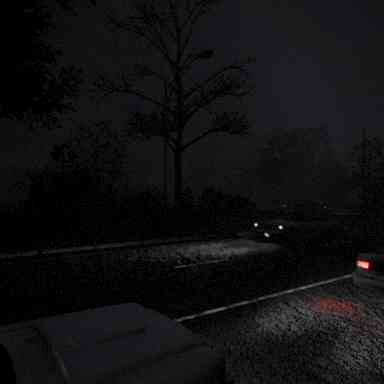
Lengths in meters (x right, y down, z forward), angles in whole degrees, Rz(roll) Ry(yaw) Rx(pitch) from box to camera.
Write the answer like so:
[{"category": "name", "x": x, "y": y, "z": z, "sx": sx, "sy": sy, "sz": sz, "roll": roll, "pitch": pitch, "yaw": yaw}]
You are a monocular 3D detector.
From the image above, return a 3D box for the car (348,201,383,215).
[{"category": "car", "x": 18.874, "y": 1.599, "z": 34.620, "sx": 1.895, "sy": 1.301, "sz": 4.718, "roll": 0, "pitch": 0, "yaw": -30}]

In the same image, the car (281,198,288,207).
[{"category": "car", "x": 13.816, "y": 1.507, "z": 43.784, "sx": 2.128, "sy": 1.511, "sz": 4.902, "roll": 0, "pitch": 0, "yaw": -27}]

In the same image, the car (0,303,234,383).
[{"category": "car", "x": -1.953, "y": 1.601, "z": 2.318, "sx": 4.718, "sy": 1.301, "sz": 1.895, "roll": 0, "pitch": 0, "yaw": -35}]

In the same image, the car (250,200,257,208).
[{"category": "car", "x": 7.499, "y": 1.526, "z": 48.509, "sx": 1.882, "sy": 1.535, "sz": 5.008, "roll": 0, "pitch": 0, "yaw": -26}]

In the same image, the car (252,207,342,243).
[{"category": "car", "x": 5.145, "y": 1.600, "z": 16.086, "sx": 4.718, "sy": 1.301, "sz": 1.895, "roll": 0, "pitch": 0, "yaw": -35}]

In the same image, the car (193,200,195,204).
[{"category": "car", "x": -0.960, "y": 1.794, "z": 67.445, "sx": 1.994, "sy": 1.385, "sz": 4.181, "roll": 0, "pitch": -1, "yaw": -22}]

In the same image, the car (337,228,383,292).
[{"category": "car", "x": 5.934, "y": 1.547, "z": 7.808, "sx": 5.357, "sy": 1.411, "sz": 2.033, "roll": 0, "pitch": 0, "yaw": -35}]

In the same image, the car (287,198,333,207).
[{"category": "car", "x": 13.416, "y": 1.507, "z": 37.154, "sx": 1.837, "sy": 1.490, "sz": 4.892, "roll": 0, "pitch": 0, "yaw": -28}]
